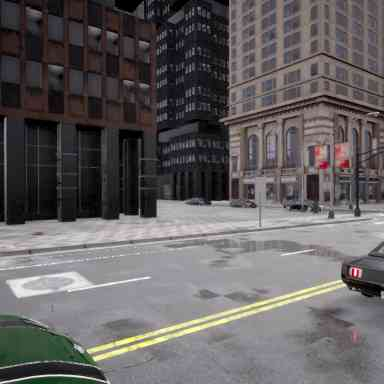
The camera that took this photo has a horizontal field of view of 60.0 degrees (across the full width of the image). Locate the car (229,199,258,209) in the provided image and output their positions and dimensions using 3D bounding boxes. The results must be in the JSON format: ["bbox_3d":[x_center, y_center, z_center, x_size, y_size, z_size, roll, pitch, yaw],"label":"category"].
[{"bbox_3d":[7.075,1.600,46.244,1.994,1.385,4.181,0,0,-36],"label":"car"}]

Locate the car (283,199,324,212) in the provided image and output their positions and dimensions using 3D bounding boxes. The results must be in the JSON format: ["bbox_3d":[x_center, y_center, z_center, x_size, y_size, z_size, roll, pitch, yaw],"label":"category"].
[{"bbox_3d":[12.744,1.517,38.244,2.128,1.511,4.902,0,0,-35],"label":"car"}]

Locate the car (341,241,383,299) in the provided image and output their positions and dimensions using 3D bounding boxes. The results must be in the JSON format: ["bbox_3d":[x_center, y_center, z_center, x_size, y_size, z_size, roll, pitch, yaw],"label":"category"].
[{"bbox_3d":[5.383,1.600,7.284,4.718,1.301,1.895,0,0,-35],"label":"car"}]

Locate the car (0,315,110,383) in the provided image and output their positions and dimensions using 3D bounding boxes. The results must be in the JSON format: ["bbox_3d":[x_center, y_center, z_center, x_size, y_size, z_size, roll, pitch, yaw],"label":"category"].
[{"bbox_3d":[-2.605,1.352,1.579,4.553,1.767,2.097,0,0,-36],"label":"car"}]

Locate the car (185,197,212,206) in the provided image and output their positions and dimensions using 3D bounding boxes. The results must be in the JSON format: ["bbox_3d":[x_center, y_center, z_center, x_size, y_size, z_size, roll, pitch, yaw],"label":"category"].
[{"bbox_3d":[1.009,1.597,54.836,2.033,1.411,5.357,0,0,-36],"label":"car"}]
